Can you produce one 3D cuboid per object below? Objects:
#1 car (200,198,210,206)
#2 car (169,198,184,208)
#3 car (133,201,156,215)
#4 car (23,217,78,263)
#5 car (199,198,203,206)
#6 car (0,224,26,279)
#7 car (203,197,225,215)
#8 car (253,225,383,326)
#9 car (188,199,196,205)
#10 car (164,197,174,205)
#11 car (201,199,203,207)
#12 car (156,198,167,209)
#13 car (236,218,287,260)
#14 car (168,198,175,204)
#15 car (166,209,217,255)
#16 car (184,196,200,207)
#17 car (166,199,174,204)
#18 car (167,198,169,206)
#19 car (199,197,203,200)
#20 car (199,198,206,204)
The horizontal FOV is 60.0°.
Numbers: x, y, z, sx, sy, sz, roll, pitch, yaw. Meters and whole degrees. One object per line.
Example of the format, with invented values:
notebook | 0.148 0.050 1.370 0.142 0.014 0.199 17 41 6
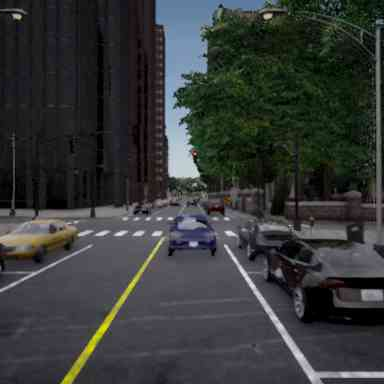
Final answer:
car | 2.738 2.194 72.091 1.967 1.590 4.097 0 -1 0
car | -3.052 2.254 62.911 1.895 1.301 4.718 0 -1 1
car | -5.775 1.963 39.341 1.947 1.339 4.313 0 -1 0
car | -5.766 1.649 12.507 1.752 1.417 4.829 0 -1 0
car | 2.744 2.126 55.721 2.008 1.369 4.403 0 -1 0
car | -5.764 1.622 7.165 2.008 1.369 4.403 0 -1 0
car | 2.750 1.712 39.356 2.192 1.841 5.009 0 -1 0
car | 2.761 1.637 7.176 1.947 1.339 4.313 0 -1 0
car | -0.027 2.314 79.885 1.994 1.385 4.181 0 -1 0
car | -5.791 2.188 82.997 2.192 1.841 5.009 0 -1 0
car | 2.746 2.081 50.265 1.947 1.339 4.313 0 -1 0
car | -5.781 2.126 55.710 2.008 1.369 4.403 0 -1 0
car | 2.760 1.676 12.689 2.008 1.369 4.403 0 -1 0
car | -5.795 2.540 93.908 1.887 1.381 4.507 0 -1 0
car | -0.084 1.663 13.892 1.812 1.442 4.674 0 0 -3
car | 0.002 2.038 65.953 2.097 1.767 4.553 0 -1 0
car | -5.793 2.479 88.451 1.887 1.381 4.507 0 -1 0
car | -5.783 2.216 61.167 1.802 1.307 4.206 0 -1 0
car | 2.742 2.185 61.177 2.008 1.369 4.403 0 -1 0
car | 2.732 2.461 88.629 1.752 1.417 4.829 0 -1 0
